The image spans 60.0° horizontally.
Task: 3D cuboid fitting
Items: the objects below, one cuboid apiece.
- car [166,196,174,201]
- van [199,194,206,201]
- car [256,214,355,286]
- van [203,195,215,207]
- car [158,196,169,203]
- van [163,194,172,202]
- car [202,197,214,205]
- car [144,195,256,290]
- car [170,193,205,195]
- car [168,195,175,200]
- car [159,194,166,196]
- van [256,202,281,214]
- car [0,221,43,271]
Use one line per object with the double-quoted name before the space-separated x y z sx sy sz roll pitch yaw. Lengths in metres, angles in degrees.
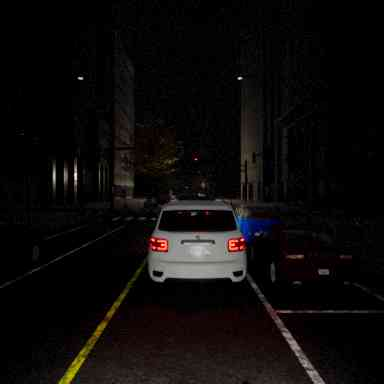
"car" -5.831 1.645 89.643 1.947 1.339 4.313 0 0 0
"van" 2.699 1.413 85.214 1.690 1.788 3.998 0 0 0
"car" 2.771 1.546 9.225 1.887 1.381 4.507 0 0 0
"van" 2.724 1.371 52.735 1.690 1.788 3.998 0 0 0
"car" -5.814 1.599 68.488 2.008 1.369 4.403 0 0 0
"van" -5.822 1.404 79.066 1.690 1.788 3.998 0 0 0
"car" 2.719 1.601 58.148 1.947 1.339 4.313 0 0 0
"car" 0.102 1.223 9.198 2.150 2.045 5.566 0 0 0
"car" 0.084 1.227 19.559 2.150 2.045 5.566 0 0 0
"car" -5.835 1.613 94.763 1.752 1.417 4.829 0 0 0
"car" -5.806 1.580 57.910 1.887 1.381 4.507 0 0 0
"van" 2.768 1.344 14.750 1.690 1.788 3.998 0 0 0
"car" -5.784 1.546 9.237 1.887 1.381 4.507 0 0 0
